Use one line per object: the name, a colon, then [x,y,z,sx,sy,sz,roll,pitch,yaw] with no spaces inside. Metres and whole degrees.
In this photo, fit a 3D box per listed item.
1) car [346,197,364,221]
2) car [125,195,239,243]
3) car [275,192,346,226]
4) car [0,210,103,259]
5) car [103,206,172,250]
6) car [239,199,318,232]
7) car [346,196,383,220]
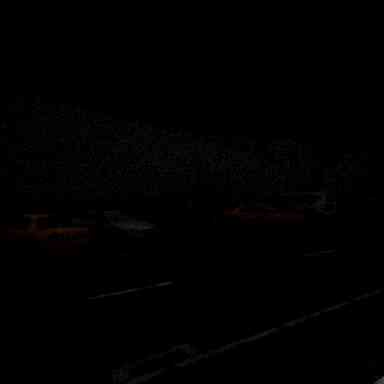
car: [8.798,1.289,22.859,4.792,1.488,2.163,-1,0,35]
car: [-0.935,1.172,15.868,5.566,2.045,2.435,-1,-1,35]
car: [6.350,1.057,21.119,5.566,2.045,2.435,-1,0,35]
car: [-6.008,1.474,12.494,5.366,1.575,1.946,-1,0,35]
car: [-3.408,1.489,14.140,4.674,1.452,2.002,-1,-1,35]
car: [4.085,1.344,19.260,5.366,1.575,1.946,-1,-1,35]
car: [11.275,1.250,24.594,4.674,1.452,2.002,-1,0,35]
